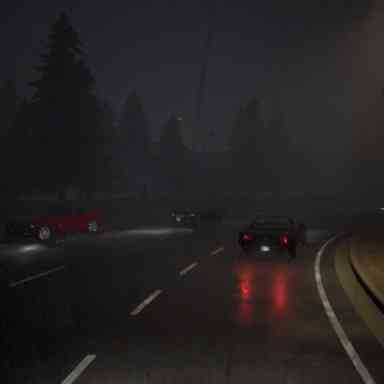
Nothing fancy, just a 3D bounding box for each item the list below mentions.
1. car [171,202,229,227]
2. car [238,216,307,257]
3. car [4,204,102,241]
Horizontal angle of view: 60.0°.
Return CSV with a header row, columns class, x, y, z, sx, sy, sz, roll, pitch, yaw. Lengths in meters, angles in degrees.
class,x,y,z,sx,sy,sz,roll,pitch,yaw
car,0.629,1.402,22.132,2.128,1.511,4.902,0,0,37
car,3.344,1.566,12.952,1.895,1.301,4.718,0,0,24
car,-6.608,1.368,16.379,1.882,1.535,5.008,0,0,25
